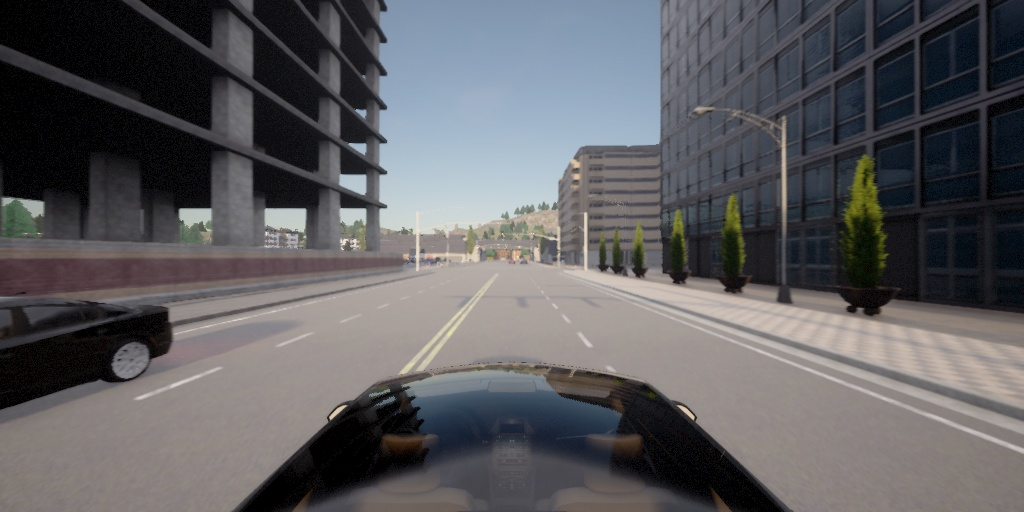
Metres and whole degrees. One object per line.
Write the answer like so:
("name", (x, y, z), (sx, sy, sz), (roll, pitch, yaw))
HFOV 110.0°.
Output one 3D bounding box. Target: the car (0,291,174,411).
("car", (-6.999, 1.286, 4.287), (1.882, 1.535, 5.008), (0, 1, 0))
